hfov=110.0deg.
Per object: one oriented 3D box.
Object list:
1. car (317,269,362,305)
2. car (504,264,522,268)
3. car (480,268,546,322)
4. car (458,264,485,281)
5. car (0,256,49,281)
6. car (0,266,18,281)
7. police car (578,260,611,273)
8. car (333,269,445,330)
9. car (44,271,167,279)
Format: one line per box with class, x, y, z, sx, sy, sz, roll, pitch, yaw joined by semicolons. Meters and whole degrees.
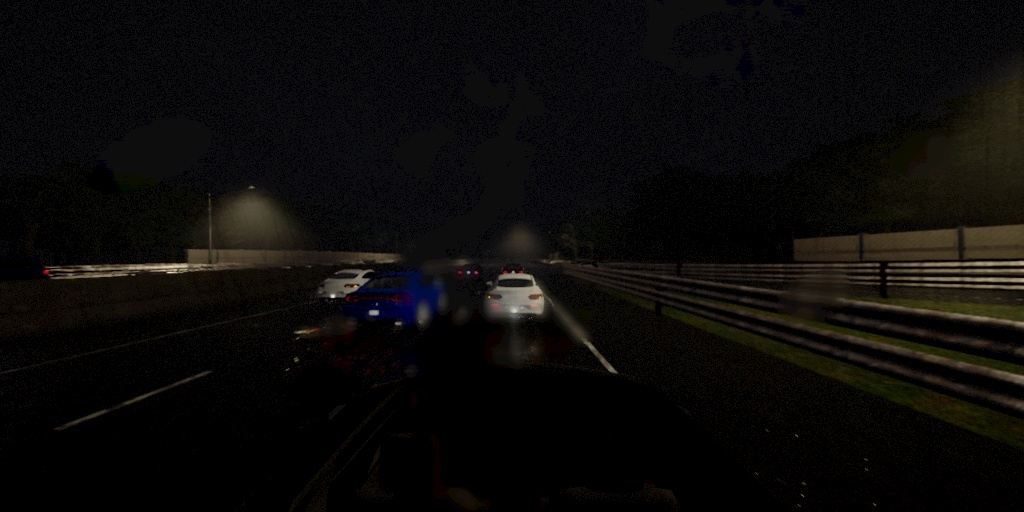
car;-6.889;1.306;16.119;1.812;1.442;4.674;0;0;0
car;0.095;1.362;30.562;2.033;1.411;5.357;0;0;0
car;0.098;1.297;12.258;1.812;1.442;4.674;0;0;0
car;-3.405;1.363;30.619;2.033;1.411;5.357;0;0;0
car;-24.600;1.003;15.878;2.150;2.045;5.566;0;0;0
car;-21.099;1.265;12.017;2.128;1.511;4.902;0;0;0
police car;9.565;1.240;42.476;2.038;1.542;4.974;-1;-1;-18
car;-3.402;1.248;11.310;1.882;1.535;5.008;0;0;0
car;-17.598;1.383;16.651;1.895;1.301;4.718;0;0;0
